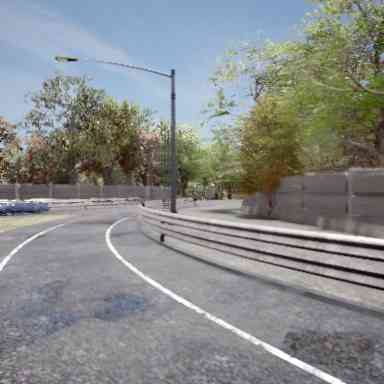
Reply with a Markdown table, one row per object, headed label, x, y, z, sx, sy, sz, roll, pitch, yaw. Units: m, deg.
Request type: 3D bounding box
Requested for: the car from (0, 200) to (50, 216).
| label | x | y | z | sx | sy | sz | roll | pitch | yaw |
| --- | --- | --- | --- | --- | --- | --- | --- | --- | --- |
| car | -16.948 | 1.530 | 32.755 | 5.357 | 1.411 | 2.033 | 0 | 0 | -44 |
